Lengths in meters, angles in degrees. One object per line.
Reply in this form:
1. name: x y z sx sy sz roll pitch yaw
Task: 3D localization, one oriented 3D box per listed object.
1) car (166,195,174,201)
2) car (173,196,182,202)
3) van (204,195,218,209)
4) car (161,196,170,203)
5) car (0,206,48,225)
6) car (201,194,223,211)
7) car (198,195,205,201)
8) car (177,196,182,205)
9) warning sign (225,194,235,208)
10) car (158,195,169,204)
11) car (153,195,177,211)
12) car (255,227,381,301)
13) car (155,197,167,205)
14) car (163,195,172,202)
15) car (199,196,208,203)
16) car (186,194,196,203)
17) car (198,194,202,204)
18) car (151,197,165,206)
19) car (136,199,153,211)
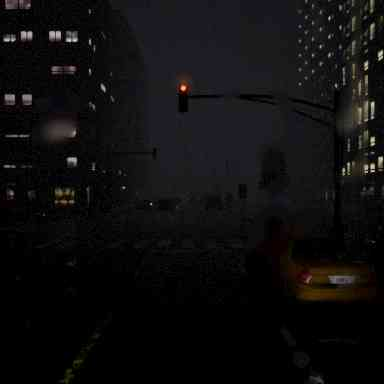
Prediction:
1. car: -5.859 1.625 90.031 1.752 1.417 4.829 0 0 0
2. car: -3.134 1.525 72.996 1.895 1.301 4.718 0 0 0
3. van: 2.601 1.364 46.003 1.690 1.788 3.998 0 0 0
4. car: -5.829 1.649 73.621 1.802 1.307 4.206 0 0 0
5. car: -13.139 1.752 24.933 4.181 1.385 1.994 -1 0 -4
6. car: 2.611 1.332 40.477 2.192 1.841 5.009 0 0 0
7. car: 2.520 1.626 90.386 1.752 1.417 4.829 0 0 0
8. car: -3.187 1.641 58.391 1.895 1.301 4.718 0 0 0
9. warning sign: 4.992 1.136 43.738 1.300 1.860 1.060 0 0 0
10. car: -5.820 1.497 68.095 1.967 1.590 4.097 0 0 0
11. car: -3.173 1.495 40.301 1.882 1.535 5.008 0 0 0
12. car: 2.672 1.526 8.234 1.752 1.417 4.829 0 0 0
13. car: -5.809 1.592 62.567 1.887 1.381 4.507 0 0 0
14. car: -5.840 1.517 79.148 1.967 1.590 4.097 0 0 0
15. car: 2.551 1.612 73.637 1.887 1.381 4.507 0 0 0
16. car: -0.128 1.607 69.248 2.033 1.411 5.357 0 0 0
17. car: 2.570 1.362 62.583 2.192 1.841 5.009 0 0 0
18. car: -5.799 1.589 57.041 2.008 1.369 4.403 0 0 0
19. car: -5.767 1.568 40.461 2.008 1.369 4.403 0 0 0
